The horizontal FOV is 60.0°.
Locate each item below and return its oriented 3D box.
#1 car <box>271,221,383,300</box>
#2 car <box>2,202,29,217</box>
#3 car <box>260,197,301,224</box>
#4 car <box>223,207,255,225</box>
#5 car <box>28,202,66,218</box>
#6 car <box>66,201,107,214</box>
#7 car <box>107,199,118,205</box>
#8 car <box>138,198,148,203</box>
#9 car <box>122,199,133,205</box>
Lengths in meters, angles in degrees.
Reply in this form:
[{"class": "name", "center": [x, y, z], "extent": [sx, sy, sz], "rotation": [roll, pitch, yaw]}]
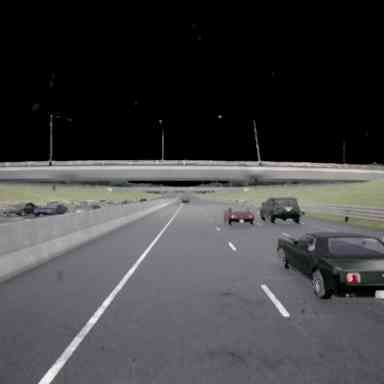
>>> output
[{"class": "car", "center": [3.590, 1.647, 8.453], "extent": [1.895, 1.301, 4.718], "rotation": [0, 0, 0]}, {"class": "car", "center": [-17.719, 1.800, 34.643], "extent": [1.837, 1.490, 4.892], "rotation": [0, -1, 0]}, {"class": "car", "center": [7.023, 1.434, 26.931], "extent": [2.150, 2.045, 5.566], "rotation": [0, -1, 0]}, {"class": "car", "center": [3.528, 1.804, 25.894], "extent": [1.895, 1.301, 4.718], "rotation": [0, -1, 0]}, {"class": "car", "center": [-14.219, 1.835, 34.056], "extent": [2.033, 1.411, 5.357], "rotation": [0, -1, 0]}, {"class": "car", "center": [-10.717, 1.781, 34.203], "extent": [2.128, 1.511, 4.902], "rotation": [0, -1, 0]}, {"class": "car", "center": [-18.082, 2.253, 75.488], "extent": [1.895, 1.301, 4.718], "rotation": [0, -1, -1]}, {"class": "car", "center": [-11.082, 2.158, 75.628], "extent": [1.837, 1.490, 4.892], "rotation": [0, -1, -1]}, {"class": "car", "center": [-14.582, 2.211, 75.573], "extent": [1.994, 1.385, 4.181], "rotation": [0, -1, -1]}]
